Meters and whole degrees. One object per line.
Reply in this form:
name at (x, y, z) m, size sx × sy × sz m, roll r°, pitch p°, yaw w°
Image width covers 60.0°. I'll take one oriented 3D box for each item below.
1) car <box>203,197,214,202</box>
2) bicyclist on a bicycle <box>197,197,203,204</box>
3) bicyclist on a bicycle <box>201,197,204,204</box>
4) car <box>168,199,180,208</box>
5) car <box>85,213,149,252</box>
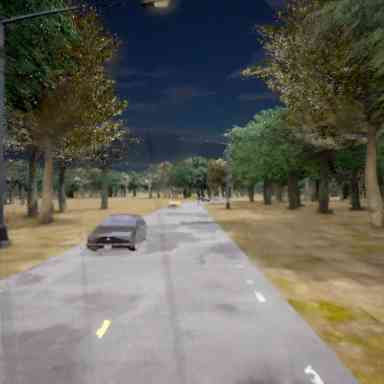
car at (4.133, 2.205, 94.621) m, size 1.895 × 1.301 × 4.718 m, roll 0°, pitch 0°, yaw 13°
bicyclist on a bicycle at (1.495, 1.970, 72.334) m, size 0.659 × 1.776 × 1.843 m, roll 0°, pitch 0°, yaw 5°
bicyclist on a bicycle at (2.519, 2.028, 81.131) m, size 0.659 × 1.776 × 1.843 m, roll 0°, pitch 0°, yaw 8°
car at (-3.016, 1.963, 57.445) m, size 1.882 × 1.535 × 5.008 m, roll 0°, pitch 0°, yaw 1°
car at (-3.095, 1.677, 14.907) m, size 2.033 × 1.411 × 5.357 m, roll 0°, pitch -1°, yaw 0°
